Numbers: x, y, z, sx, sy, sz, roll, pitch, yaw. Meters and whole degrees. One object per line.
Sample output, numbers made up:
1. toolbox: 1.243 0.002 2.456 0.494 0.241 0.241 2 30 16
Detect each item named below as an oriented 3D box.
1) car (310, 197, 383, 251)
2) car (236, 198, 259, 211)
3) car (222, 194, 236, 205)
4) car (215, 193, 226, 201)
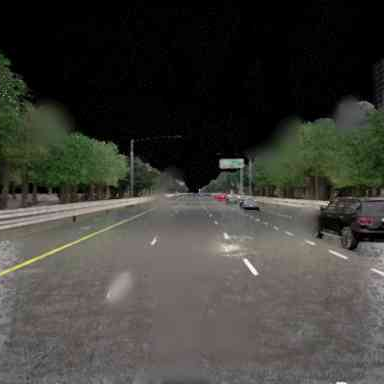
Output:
1. car: 7.017 1.230 14.371 2.150 2.045 5.566 0 0 0
2. car: 7.110 1.593 41.701 1.994 1.385 4.181 0 0 0
3. car: 7.225 1.528 61.310 2.128 1.511 4.902 0 0 0
4. car: 7.389 1.259 81.372 2.150 2.045 5.566 0 0 1
